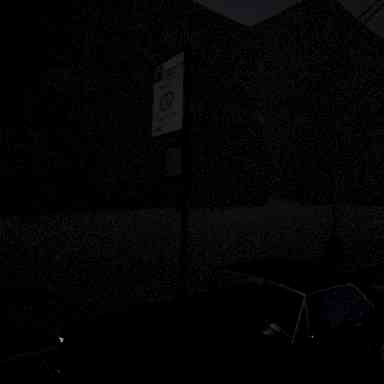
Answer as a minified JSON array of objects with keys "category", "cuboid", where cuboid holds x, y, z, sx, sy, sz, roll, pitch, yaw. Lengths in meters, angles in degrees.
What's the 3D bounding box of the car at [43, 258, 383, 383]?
[{"category":"car","cuboid":[0.853,1.601,4.002,4.718,1.301,1.895,0,0,-36]}]
